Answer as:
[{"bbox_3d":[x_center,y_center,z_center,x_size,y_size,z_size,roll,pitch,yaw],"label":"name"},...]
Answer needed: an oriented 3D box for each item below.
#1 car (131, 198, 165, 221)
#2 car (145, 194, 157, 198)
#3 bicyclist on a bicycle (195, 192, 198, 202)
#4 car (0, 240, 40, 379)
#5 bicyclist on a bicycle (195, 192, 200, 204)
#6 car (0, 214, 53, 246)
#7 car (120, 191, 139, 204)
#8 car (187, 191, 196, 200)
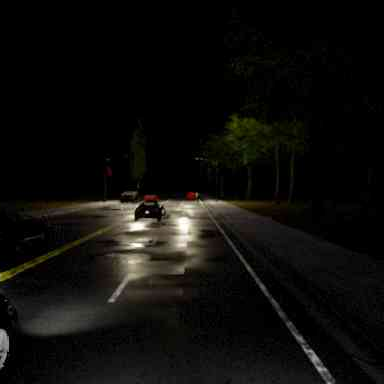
[{"bbox_3d":[-3.153,1.387,25.403,1.994,1.385,4.181,0,0,0],"label":"car"},{"bbox_3d":[-6.578,1.124,52.777,1.882,1.535,5.008,0,0,0],"label":"car"},{"bbox_3d":[0.884,0.949,63.356,0.659,1.776,1.843,0,1,0],"label":"bicyclist on a bicycle"},{"bbox_3d":[-3.152,1.487,2.367,1.837,1.490,4.892,0,0,0],"label":"car"},{"bbox_3d":[0.899,1.086,52.292,0.866,1.612,1.509,0,0,0],"label":"bicyclist on a bicycle"},{"bbox_3d":[-6.602,1.480,11.764,1.994,1.385,4.181,0,0,0],"label":"car"},{"bbox_3d":[-9.829,0.868,52.717,2.150,2.045,5.566,0,0,0],"label":"car"},{"bbox_3d":[-0.012,0.733,74.479,2.150,2.045,5.566,0,0,0],"label":"car"}]
